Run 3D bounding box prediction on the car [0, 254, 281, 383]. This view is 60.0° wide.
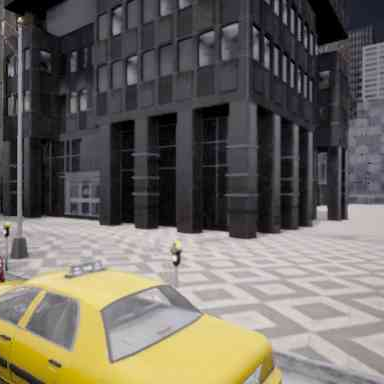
[{"bbox_3d":[-1.443,1.505,3.991,4.829,1.417,1.752,0,0,35],"label":"car"}]
